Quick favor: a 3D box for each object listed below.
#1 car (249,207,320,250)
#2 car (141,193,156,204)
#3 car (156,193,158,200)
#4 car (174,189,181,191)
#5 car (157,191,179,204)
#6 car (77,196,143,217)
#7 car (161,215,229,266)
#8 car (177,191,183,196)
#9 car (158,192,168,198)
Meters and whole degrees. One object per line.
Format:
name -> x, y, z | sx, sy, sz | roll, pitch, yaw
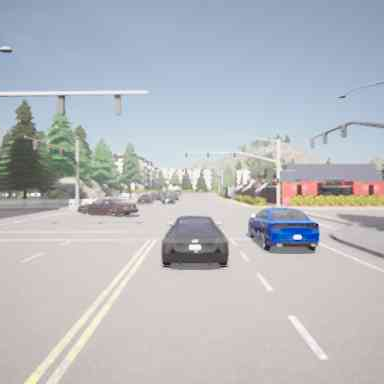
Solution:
car -> 3.595, 1.360, 13.782 | 1.882, 1.535, 5.008 | 0, 1, 0
car -> -7.072, 1.075, 50.614 | 1.837, 1.490, 4.892 | 0, 1, 0
car -> -7.010, 0.917, 66.320 | 1.882, 1.535, 5.008 | 0, 1, 0
car -> -3.495, 0.323, 81.719 | 2.150, 2.045, 5.566 | 0, 0, 0
car -> -3.575, 1.064, 50.391 | 2.128, 1.511, 4.902 | 0, 1, 0
car -> -7.185, 1.285, 28.116 | 5.357, 1.411, 2.033 | 0, 0, 26
car -> 0.091, 1.469, 11.129 | 1.994, 1.385, 4.181 | 0, 1, 0
car -> -3.505, 0.987, 66.088 | 2.033, 1.411, 5.357 | 0, 1, 0
car -> -6.995, 0.812, 81.405 | 1.994, 1.385, 4.181 | 0, 0, 0
